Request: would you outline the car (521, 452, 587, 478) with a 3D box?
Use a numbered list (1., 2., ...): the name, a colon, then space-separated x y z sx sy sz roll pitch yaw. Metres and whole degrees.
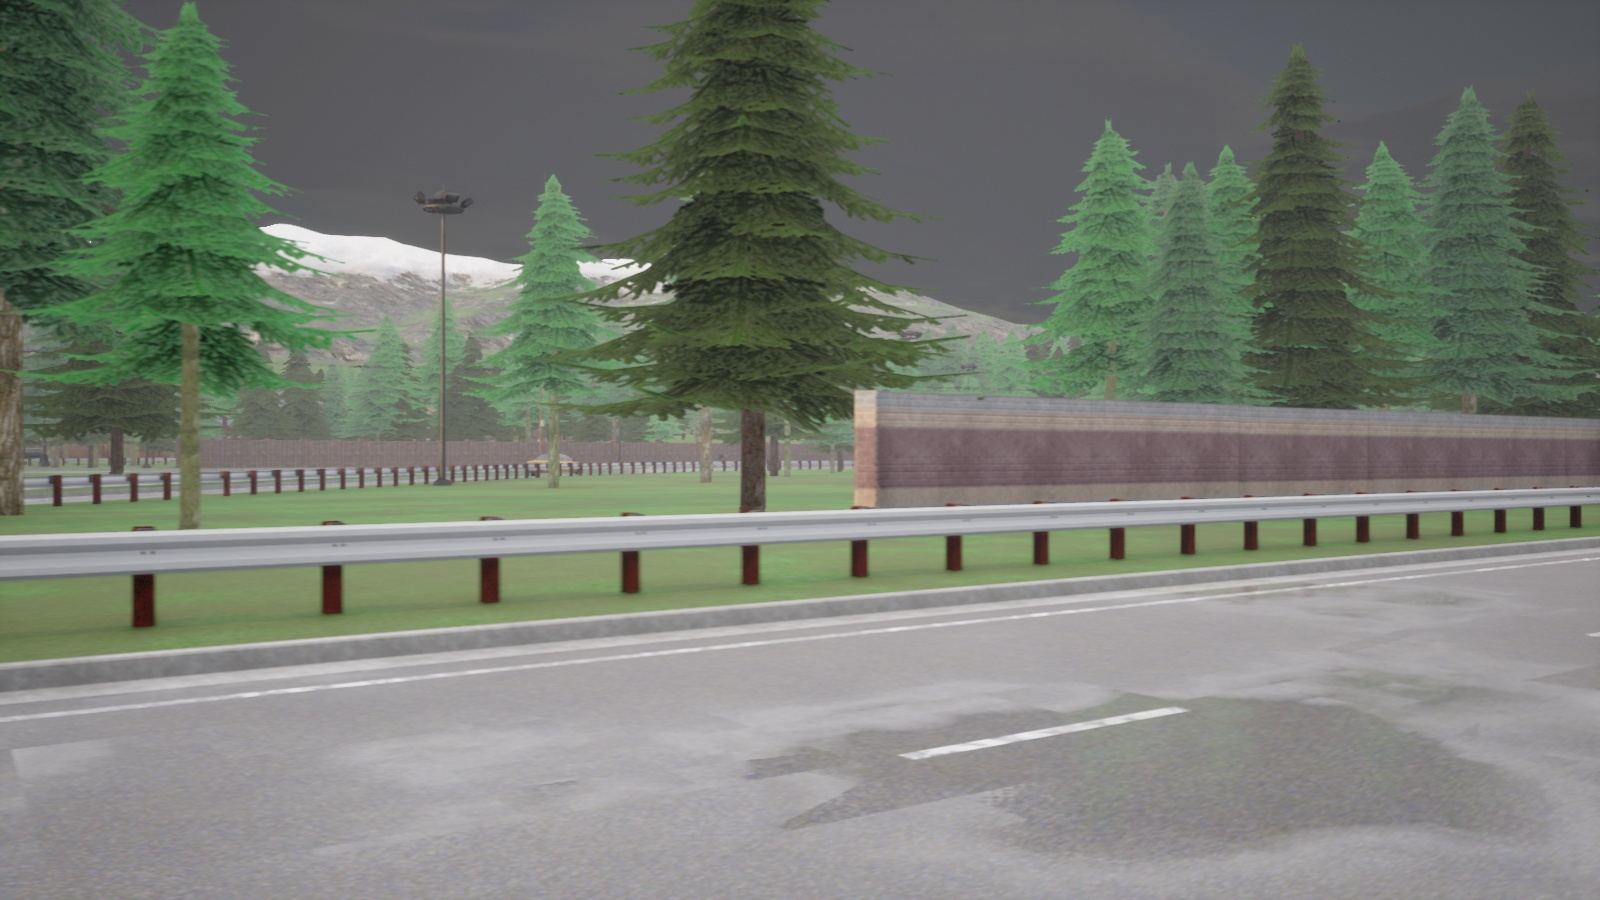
1. car: -15.258 0.906 78.097 1.801 1.575 5.366 0 0 15
